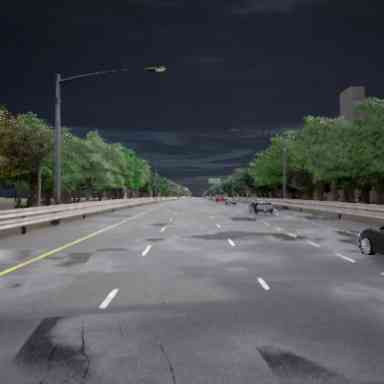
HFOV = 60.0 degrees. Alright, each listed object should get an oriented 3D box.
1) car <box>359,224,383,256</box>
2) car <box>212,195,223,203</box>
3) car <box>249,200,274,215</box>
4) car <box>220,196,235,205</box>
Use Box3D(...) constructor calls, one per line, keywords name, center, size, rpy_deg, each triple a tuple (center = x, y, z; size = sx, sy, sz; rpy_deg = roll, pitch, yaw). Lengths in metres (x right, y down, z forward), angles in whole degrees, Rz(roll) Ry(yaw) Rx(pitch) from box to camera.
Box3D(name="car", center=(7.027, 1.509, 10.233), size=(1.837, 1.490, 4.892), rpy_deg=(0, 0, 0))
Box3D(name="car", center=(7.351, 1.802, 88.798), size=(2.150, 2.045, 5.566), rpy_deg=(0, -1, 1))
Box3D(name="car", center=(7.037, 1.524, 34.203), size=(2.128, 1.511, 4.902), rpy_deg=(0, 0, 0))
Box3D(name="car", center=(7.166, 1.800, 63.763), size=(2.033, 1.411, 5.357), rpy_deg=(0, -1, 0))
